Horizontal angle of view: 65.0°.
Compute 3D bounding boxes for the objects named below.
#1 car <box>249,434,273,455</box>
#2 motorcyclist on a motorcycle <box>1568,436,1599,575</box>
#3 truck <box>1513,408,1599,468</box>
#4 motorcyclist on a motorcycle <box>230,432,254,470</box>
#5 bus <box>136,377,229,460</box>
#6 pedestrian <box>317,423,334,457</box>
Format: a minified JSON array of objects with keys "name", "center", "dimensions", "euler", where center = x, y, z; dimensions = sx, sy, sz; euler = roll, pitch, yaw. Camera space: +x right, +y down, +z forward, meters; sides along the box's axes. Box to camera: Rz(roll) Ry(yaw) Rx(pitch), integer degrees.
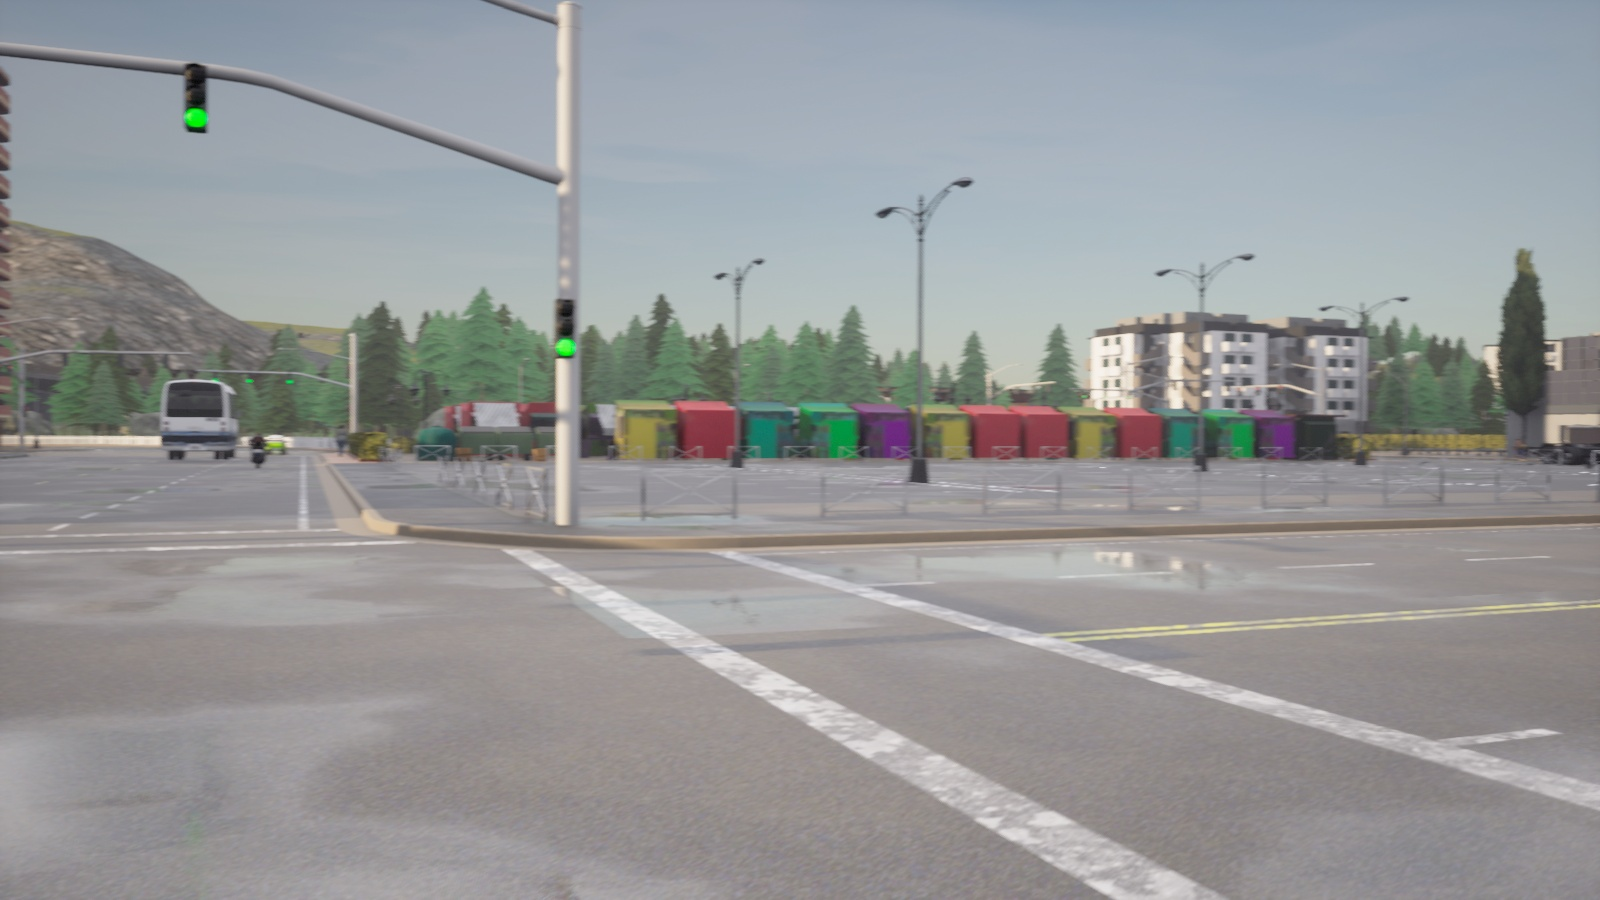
[{"name":"car","center":[-37.222,-0.395,86.672],"dimensions":[1.481,1.376,2.207],"euler":[0,1,-22]},{"name":"motorcyclist on a motorcycle","center":[10.016,0.637,14.657],"dimensions":[1.817,1.590,0.866],"euler":[0,1,-22]},{"name":"truck","center":[46.548,-0.693,73.927],"dimensions":[2.891,3.462,7.936],"euler":[0,1,-20]},{"name":"motorcyclist on a motorcycle","center":[-23.234,0.021,52.314],"dimensions":[0.866,1.530,2.191],"euler":[0,1,-22]},{"name":"bus","center":[-34.228,-1.661,70.045],"dimensions":[3.944,4.253,10.273],"euler":[0,1,-22]},{"name":"pedestrian","center":[-26.025,-0.560,68.850],"dimensions":[0.874,1.855,0.900],"euler":[0,1,-21]}]
